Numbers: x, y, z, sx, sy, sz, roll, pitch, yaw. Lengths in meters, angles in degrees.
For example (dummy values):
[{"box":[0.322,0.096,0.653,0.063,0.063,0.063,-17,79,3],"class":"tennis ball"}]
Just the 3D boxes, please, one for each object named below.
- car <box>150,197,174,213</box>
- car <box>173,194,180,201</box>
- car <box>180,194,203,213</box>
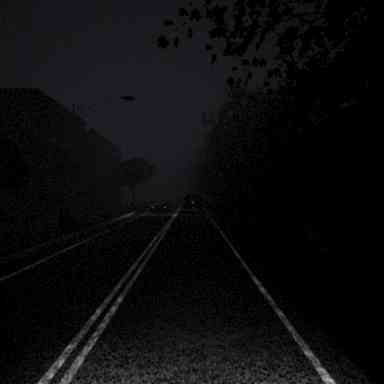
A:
[{"box":[-3.353,1.452,36.090,1.882,1.535,5.008,0,0,0],"class":"car"},{"box":[-3.209,1.170,76.307,2.097,1.767,4.553,0,0,0],"class":"car"},{"box":[0.090,1.195,37.433,2.150,2.045,5.566,0,0,0],"class":"car"}]
